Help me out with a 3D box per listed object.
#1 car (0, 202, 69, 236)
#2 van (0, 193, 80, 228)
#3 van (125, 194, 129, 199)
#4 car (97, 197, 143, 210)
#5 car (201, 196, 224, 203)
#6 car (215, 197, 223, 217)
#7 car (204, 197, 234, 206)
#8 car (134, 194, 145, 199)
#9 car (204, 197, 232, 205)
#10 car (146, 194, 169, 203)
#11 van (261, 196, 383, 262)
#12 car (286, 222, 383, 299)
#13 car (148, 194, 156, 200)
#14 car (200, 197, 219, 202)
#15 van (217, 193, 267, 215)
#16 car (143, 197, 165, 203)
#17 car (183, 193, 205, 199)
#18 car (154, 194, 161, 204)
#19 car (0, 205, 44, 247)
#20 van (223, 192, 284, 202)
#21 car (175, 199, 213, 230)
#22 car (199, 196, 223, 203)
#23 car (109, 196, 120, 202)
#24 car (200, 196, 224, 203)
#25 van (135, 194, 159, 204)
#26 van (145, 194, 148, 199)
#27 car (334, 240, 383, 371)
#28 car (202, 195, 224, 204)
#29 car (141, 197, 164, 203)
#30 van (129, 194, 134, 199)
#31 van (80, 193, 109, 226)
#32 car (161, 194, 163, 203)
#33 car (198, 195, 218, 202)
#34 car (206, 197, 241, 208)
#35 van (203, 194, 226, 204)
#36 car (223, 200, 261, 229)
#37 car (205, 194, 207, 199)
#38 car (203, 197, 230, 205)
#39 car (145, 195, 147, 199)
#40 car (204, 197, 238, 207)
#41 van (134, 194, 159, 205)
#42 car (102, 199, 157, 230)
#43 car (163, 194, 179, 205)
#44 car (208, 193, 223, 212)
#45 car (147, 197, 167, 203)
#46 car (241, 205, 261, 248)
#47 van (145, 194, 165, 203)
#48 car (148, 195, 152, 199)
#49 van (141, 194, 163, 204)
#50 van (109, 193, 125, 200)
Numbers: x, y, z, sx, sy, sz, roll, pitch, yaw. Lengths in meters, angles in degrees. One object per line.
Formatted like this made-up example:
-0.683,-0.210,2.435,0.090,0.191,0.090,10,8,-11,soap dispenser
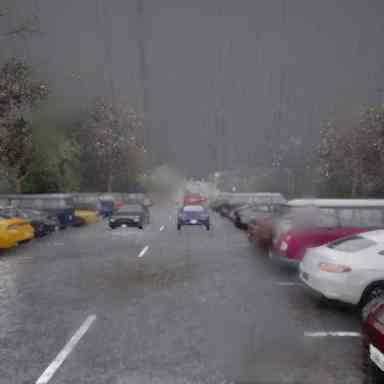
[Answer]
-8.545,1.379,15.048,4.892,1.521,2.231,0,0,0,car
-8.669,1.133,17.816,4.442,1.987,1.878,0,0,0,van
-8.679,1.102,31.650,4.442,1.987,1.878,0,-1,0,van
-8.563,1.406,39.958,5.008,1.535,2.097,0,-1,0,car
4.494,1.727,73.155,4.892,1.521,2.231,0,-1,0,car
4.492,1.334,25.987,4.792,1.488,2.163,0,0,0,car
4.529,1.591,56.497,4.792,1.488,2.163,0,-1,0,car
-8.538,1.127,37.066,5.566,2.045,2.435,0,-1,0,car
4.527,1.617,59.273,4.792,1.488,2.163,0,-1,0,car
-8.629,1.655,84.273,5.566,2.045,2.435,0,-1,0,car
4.417,1.190,9.322,4.442,1.987,1.878,0,0,0,van
4.533,1.475,6.548,4.674,1.452,2.002,0,0,0,car
-8.571,1.510,51.038,5.008,1.535,2.097,0,-1,0,car
4.471,1.958,87.022,4.892,1.521,2.231,0,-1,0,car
4.634,1.101,31.515,4.442,1.987,1.878,0,-1,0,van
-8.623,1.792,75.835,4.792,1.488,2.163,0,-1,0,car
0.082,1.141,40.129,2.150,2.045,5.566,1,0,0,car
-8.552,1.310,56.582,5.566,2.045,2.435,0,-1,0,car
-8.543,1.396,12.277,5.008,1.535,2.097,0,0,0,car
4.640,1.097,23.203,4.442,1.987,1.878,0,0,0,van
0.085,1.390,20.051,1.812,1.442,4.674,0,0,0,car
4.300,1.761,75.922,5.366,1.575,1.946,0,-1,0,car
-8.564,1.303,26.127,5.008,1.535,2.097,0,0,0,car
4.669,1.803,78.575,5.366,1.575,1.946,0,-1,0,car
-8.703,1.414,64.891,4.442,1.987,1.878,0,-1,0,van
-8.689,1.231,45.375,4.442,1.987,1.878,0,-1,0,van
4.508,1.483,3.772,4.792,1.488,2.163,0,0,0,car
4.458,1.568,70.377,4.553,1.767,2.185,0,-1,0,car
-8.621,1.756,73.196,4.792,1.488,2.163,0,-1,0,car
-8.681,1.127,34.295,4.442,1.987,1.878,0,-1,0,van
-8.440,1.096,23.355,4.442,1.987,1.878,0,0,0,van
-8.554,1.336,59.352,5.566,2.045,2.435,0,-1,0,car
4.445,1.806,92.578,5.566,2.045,2.435,0,-1,0,car
4.512,1.484,48.169,4.892,1.521,2.231,0,-1,0,car
4.377,1.413,64.828,4.442,1.987,1.878,0,-1,0,van
4.523,1.382,20.429,4.674,1.452,2.002,0,0,0,car
4.693,1.454,45.394,5.366,1.575,1.946,0,-1,0,car
4.525,1.643,62.049,4.792,1.488,2.163,0,-1,0,car
-8.568,1.472,42.729,4.674,1.452,2.002,0,-1,0,car
4.687,1.532,53.722,5.366,1.575,1.946,0,-1,0,car
-8.467,1.388,62.121,4.442,1.987,1.878,0,-1,0,van
-3.614,1.410,20.318,2.033,1.411,5.357,0,0,0,car
-3.572,1.480,61.551,2.097,1.767,4.553,0,-1,0,car
4.491,1.050,28.739,5.566,2.045,2.435,0,-1,0,car
-8.570,1.886,81.499,4.792,1.488,2.163,0,-1,0,car
4.526,1.397,12.100,5.008,1.535,2.097,0,0,0,car
-8.713,1.581,78.610,4.442,1.987,1.878,0,-1,0,van
-8.577,1.523,48.143,4.674,1.452,2.002,0,-1,0,car
-8.482,1.469,70.447,4.442,1.987,1.878,0,-1,0,van
-8.444,1.075,28.747,4.442,1.987,1.878,0,0,0,van
